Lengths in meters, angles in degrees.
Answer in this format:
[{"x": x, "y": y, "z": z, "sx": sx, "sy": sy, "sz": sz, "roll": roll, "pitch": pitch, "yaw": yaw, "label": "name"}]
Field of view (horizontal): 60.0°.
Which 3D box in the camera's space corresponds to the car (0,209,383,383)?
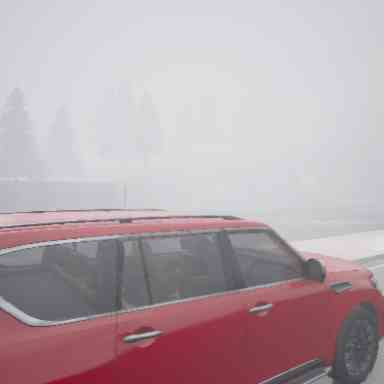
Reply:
[{"x": -0.087, "y": 1.219, "z": 3.684, "sx": 5.566, "sy": 2.045, "sz": 2.150, "roll": 0, "pitch": 0, "yaw": -36, "label": "car"}]
